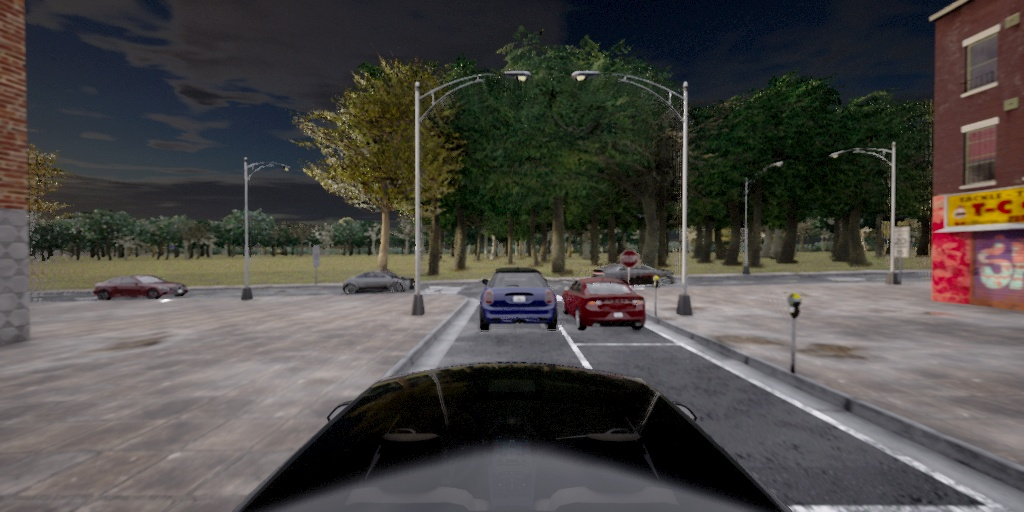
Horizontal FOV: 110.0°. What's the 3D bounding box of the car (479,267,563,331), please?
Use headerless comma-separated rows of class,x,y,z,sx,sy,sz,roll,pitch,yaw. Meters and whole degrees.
car,0.103,1.134,11.357,2.097,1.767,4.553,0,0,-2

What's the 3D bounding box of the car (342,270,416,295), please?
car,-7.871,1.558,21.529,4.181,1.385,1.994,-1,1,0

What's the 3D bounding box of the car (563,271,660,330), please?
car,2.637,1.327,11.083,1.888,1.381,4.507,0,0,0

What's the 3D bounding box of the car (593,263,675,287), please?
car,7.151,1.140,21.133,4.902,1.511,2.128,-2,0,-11

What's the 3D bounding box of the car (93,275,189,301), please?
car,-22.243,1.872,21.526,4.674,1.442,1.812,-1,1,0
